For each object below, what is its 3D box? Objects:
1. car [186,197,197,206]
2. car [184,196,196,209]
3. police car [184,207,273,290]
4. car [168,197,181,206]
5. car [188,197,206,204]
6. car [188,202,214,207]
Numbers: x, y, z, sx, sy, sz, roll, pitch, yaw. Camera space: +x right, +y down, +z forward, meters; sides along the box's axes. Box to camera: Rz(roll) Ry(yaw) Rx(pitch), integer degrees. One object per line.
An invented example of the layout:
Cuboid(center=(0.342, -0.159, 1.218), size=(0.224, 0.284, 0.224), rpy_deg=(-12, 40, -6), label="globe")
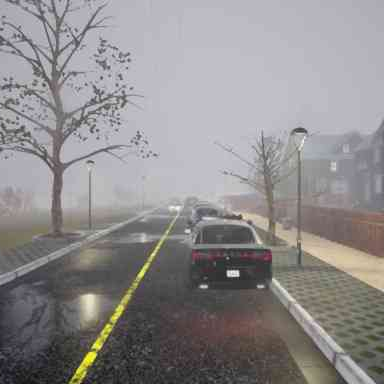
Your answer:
Cuboid(center=(-0.042, 1.551, 56.936), size=(1.812, 1.442, 4.674), rpy_deg=(0, 0, 0), label="car")
Cuboid(center=(-0.015, 1.367, 45.845), size=(2.097, 1.767, 4.553), rpy_deg=(0, 0, 0), label="car")
Cuboid(center=(0.819, 1.425, 9.218), size=(1.930, 1.638, 5.238), rpy_deg=(0, 0, 0), label="police car")
Cuboid(center=(-2.790, 1.514, 54.507), size=(2.128, 1.511, 4.902), rpy_deg=(0, 0, 0), label="car")
Cuboid(center=(0.807, 1.459, 25.298), size=(1.801, 1.575, 5.366), rpy_deg=(0, 0, 0), label="car")
Cuboid(center=(0.811, 1.527, 19.108), size=(1.812, 1.442, 4.674), rpy_deg=(0, 0, 0), label="car")
